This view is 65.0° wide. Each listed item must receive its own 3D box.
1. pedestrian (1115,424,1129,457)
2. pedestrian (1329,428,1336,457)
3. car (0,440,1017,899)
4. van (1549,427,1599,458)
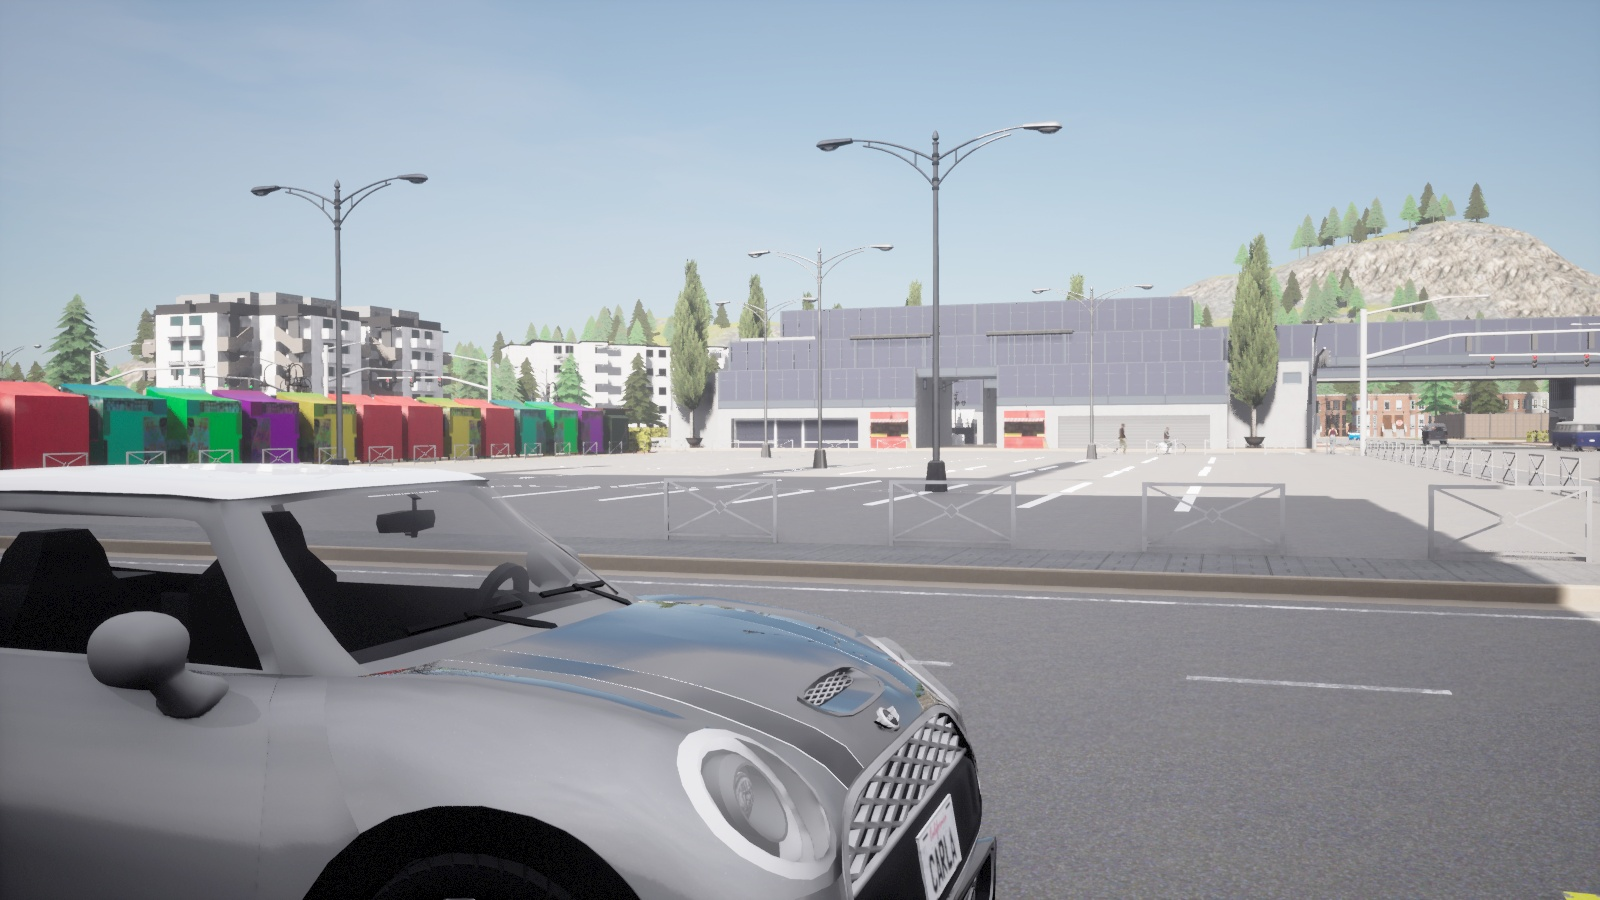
[{"bbox_3d":[18.405,-0.539,71.746,0.703,1.840,0.431,1,1,23],"label":"pedestrian"},{"bbox_3d":[33.107,-0.463,78.059,0.345,1.836,0.594,1,1,19],"label":"pedestrian"},{"bbox_3d":[-1.428,0.728,3.672,3.806,1.475,1.970,1,1,18],"label":"car"},{"bbox_3d":[52.066,-0.516,84.083,1.775,1.987,4.442,0,1,9],"label":"van"}]
